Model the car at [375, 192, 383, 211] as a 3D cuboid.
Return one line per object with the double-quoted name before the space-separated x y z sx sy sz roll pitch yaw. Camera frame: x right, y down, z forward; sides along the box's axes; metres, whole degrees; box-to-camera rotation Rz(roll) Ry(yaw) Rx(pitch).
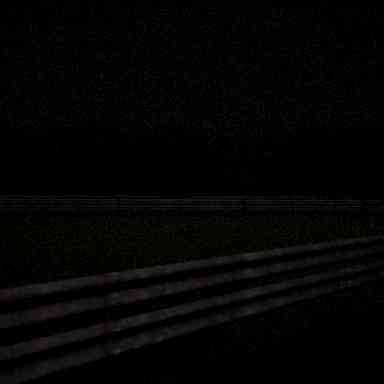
"car" 21.913 1.011 34.372 5.566 2.045 2.150 0 0 -5
